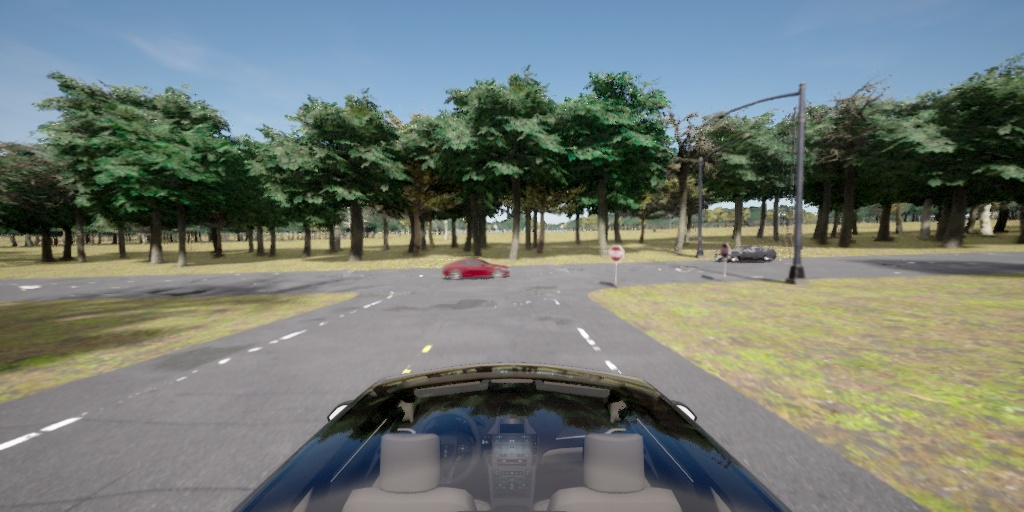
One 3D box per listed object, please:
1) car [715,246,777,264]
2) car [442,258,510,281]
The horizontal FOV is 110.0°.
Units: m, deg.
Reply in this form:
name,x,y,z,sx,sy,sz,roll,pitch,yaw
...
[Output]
name,x,y,z,sx,sy,sz,roll,pitch,yaw
car,20.716,-0.094,31.879,4.902,1.511,2.128,-3,4,0
car,-2.496,0.868,24.844,4.674,1.442,1.812,-1,3,0
